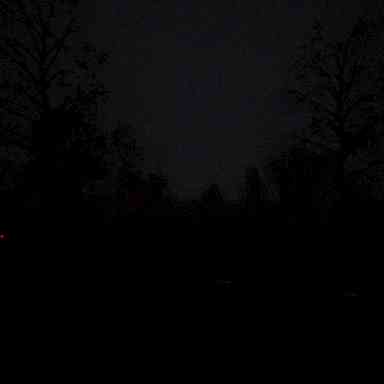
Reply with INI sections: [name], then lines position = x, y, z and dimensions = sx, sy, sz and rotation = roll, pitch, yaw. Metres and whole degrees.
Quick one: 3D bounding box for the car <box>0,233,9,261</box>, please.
[car]
position = -7.585, 1.443, 9.820
dimensions = 4.181, 1.385, 1.994
rotation = 1, 1, 20
